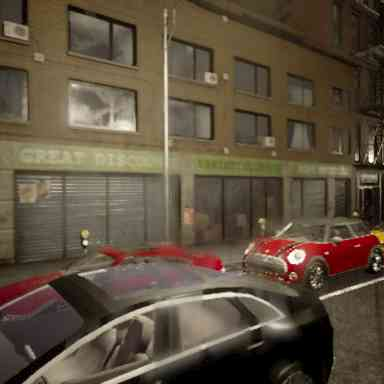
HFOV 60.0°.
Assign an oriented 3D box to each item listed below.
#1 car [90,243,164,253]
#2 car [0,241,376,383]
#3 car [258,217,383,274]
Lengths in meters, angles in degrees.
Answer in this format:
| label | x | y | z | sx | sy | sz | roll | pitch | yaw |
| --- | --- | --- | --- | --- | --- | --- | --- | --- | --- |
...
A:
| label | x | y | z | sx | sy | sz | roll | pitch | yaw |
| --- | --- | --- | --- | --- | --- | --- | --- | --- | --- |
| car | -1.225 | 1.582 | 5.667 | 4.206 | 1.307 | 1.802 | 0 | 0 | -35 |
| car | -0.759 | 1.493 | 2.836 | 4.902 | 1.511 | 2.128 | 0 | 0 | -36 |
| car | 3.249 | 1.440 | 8.861 | 4.097 | 1.590 | 1.967 | 0 | -1 | -35 |
